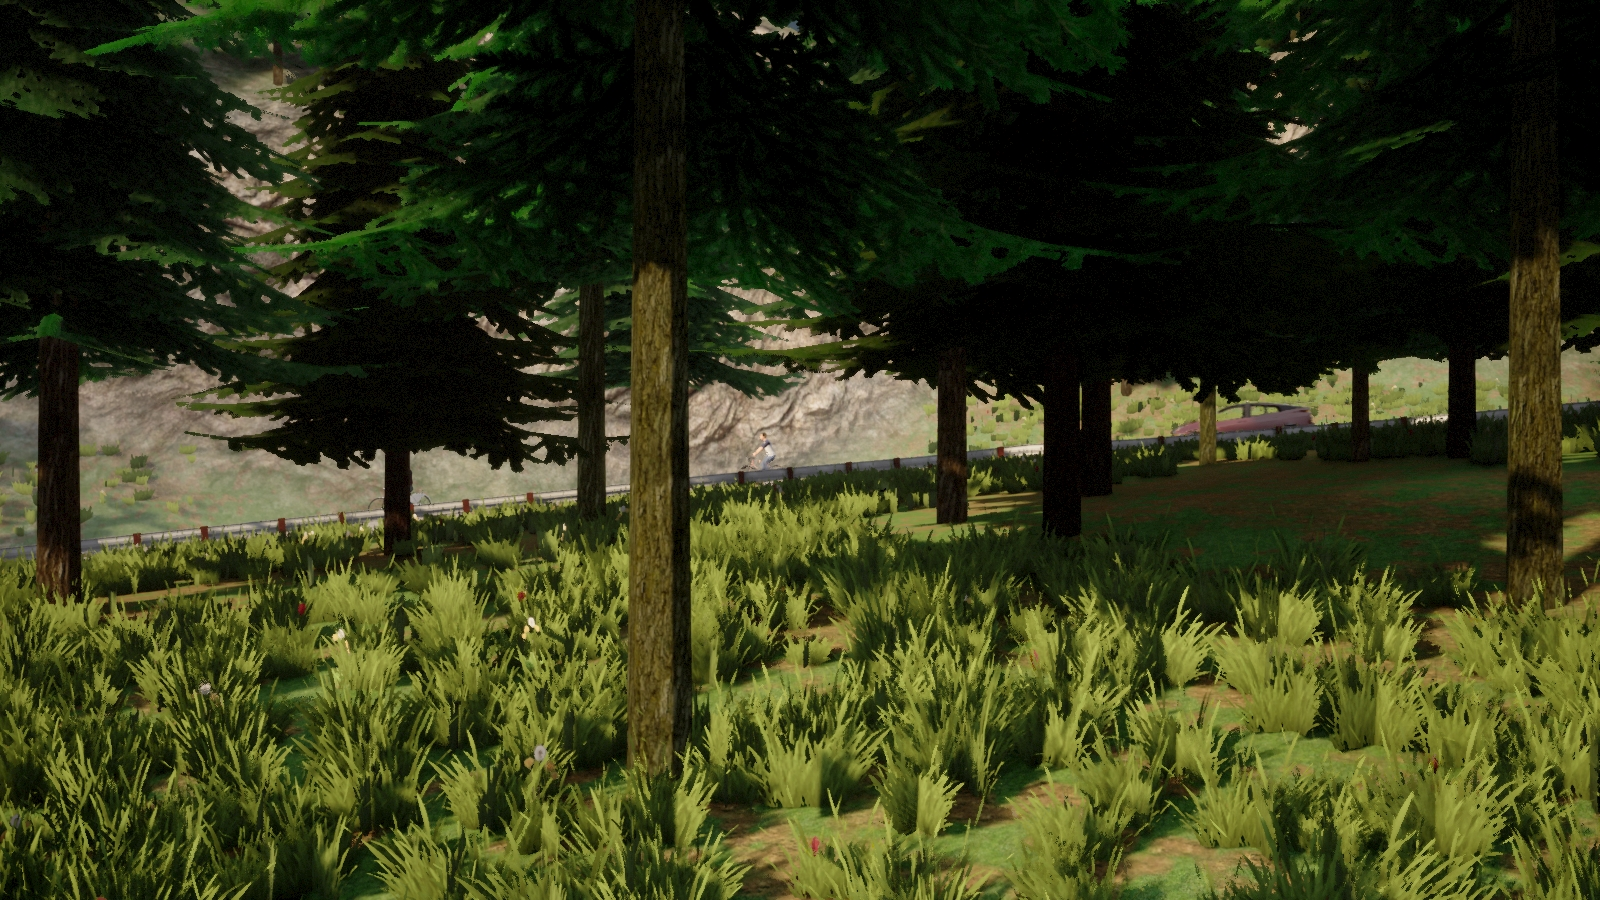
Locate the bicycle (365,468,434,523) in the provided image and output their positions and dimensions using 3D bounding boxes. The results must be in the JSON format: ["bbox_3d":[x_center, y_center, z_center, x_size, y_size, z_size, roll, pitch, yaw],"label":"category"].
[{"bbox_3d":[-12.075,1.355,34.490,1.835,1.471,0.329,-5,2,-29],"label":"bicycle"}]

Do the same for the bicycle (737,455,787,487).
[{"bbox_3d":[-1.300,0.697,39.034,1.643,1.024,0.373,-2,1,-11],"label":"bicycle"}]

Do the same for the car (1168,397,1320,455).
[{"bbox_3d":[14.743,-0.774,38.149,4.514,1.525,2.007,-5,-1,20],"label":"car"}]
